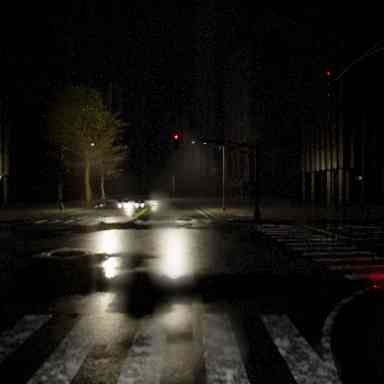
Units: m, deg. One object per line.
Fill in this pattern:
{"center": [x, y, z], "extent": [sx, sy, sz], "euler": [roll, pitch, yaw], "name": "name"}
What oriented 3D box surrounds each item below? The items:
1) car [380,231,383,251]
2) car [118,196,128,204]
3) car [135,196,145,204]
{"center": [8.392, 1.403, 10.090], "extent": [4.892, 1.490, 1.837], "euler": [-1, 0, 0], "name": "car"}
{"center": [-13.707, 1.510, 66.482], "extent": [2.128, 1.511, 4.902], "euler": [0, 0, -9], "name": "car"}
{"center": [-10.496, 1.510, 66.980], "extent": [2.128, 1.511, 4.902], "euler": [0, 0, -9], "name": "car"}
